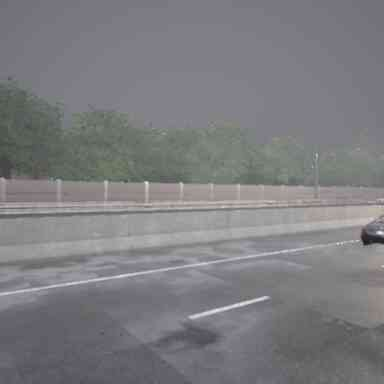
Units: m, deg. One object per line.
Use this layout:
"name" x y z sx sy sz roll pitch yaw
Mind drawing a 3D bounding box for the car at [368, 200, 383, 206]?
"car" 28.525 1.862 50.089 4.718 1.301 1.895 0 0 -35

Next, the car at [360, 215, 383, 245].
"car" 9.332 1.651 14.735 4.181 1.385 1.994 0 0 -35
